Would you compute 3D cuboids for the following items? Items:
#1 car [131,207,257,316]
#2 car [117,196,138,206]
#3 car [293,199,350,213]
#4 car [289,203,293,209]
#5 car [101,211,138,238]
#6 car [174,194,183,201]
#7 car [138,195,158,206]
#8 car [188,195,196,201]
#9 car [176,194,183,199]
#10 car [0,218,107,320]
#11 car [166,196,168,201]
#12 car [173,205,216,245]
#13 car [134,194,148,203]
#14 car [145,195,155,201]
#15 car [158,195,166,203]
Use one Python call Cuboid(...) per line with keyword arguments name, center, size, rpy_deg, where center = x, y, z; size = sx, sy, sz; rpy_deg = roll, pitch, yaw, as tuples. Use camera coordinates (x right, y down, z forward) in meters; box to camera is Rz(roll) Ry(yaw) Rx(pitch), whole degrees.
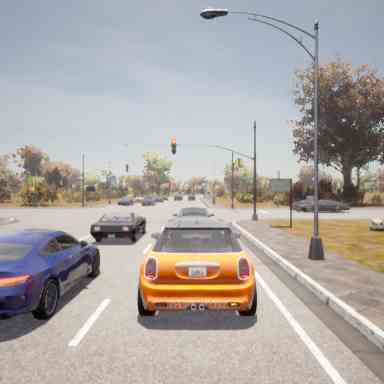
Cuboid(name="car", center=(0.093, 1.352, 7.678), size=(2.097, 1.767, 4.553), rpy_deg=(0, 0, 0))
Cuboid(name="car", center=(-10.634, 1.544, 53.451), size=(2.033, 1.411, 5.357), rpy_deg=(0, 0, 0))
Cuboid(name="car", center=(14.203, 1.545, 36.158), size=(5.357, 1.411, 2.033), rpy_deg=(0, 0, 3))
Cuboid(name="car", center=(13.773, 1.561, 39.692), size=(4.181, 1.385, 1.994), rpy_deg=(0, 0, 3))
Cuboid(name="car", center=(-3.414, 1.600, 16.369), size=(1.895, 1.301, 4.718), rpy_deg=(0, 0, 0))
Cuboid(name="car", center=(-3.570, 1.488, 84.647), size=(1.837, 1.490, 4.892), rpy_deg=(0, 0, 0))
Cuboid(name="car", center=(-7.126, 1.499, 54.373), size=(1.837, 1.490, 4.892), rpy_deg=(0, 1, 1))
Cuboid(name="car", center=(-0.070, 1.488, 84.649), size=(1.837, 1.490, 4.892), rpy_deg=(0, 0, 0))
Cuboid(name="car", center=(-3.539, 1.370, 95.056), size=(1.812, 1.442, 4.674), rpy_deg=(0, 0, 1))
Cuboid(name="car", center=(-3.406, 1.525, 7.211), size=(1.812, 1.442, 4.674), rpy_deg=(0, 0, 0))
Cuboid(name="car", center=(-7.071, 1.590, 83.443), size=(1.895, 1.301, 4.718), rpy_deg=(0, 0, 0))
Cuboid(name="car", center=(0.085, 1.504, 16.636), size=(1.837, 1.490, 4.892), rpy_deg=(0, 0, 0))
Cuboid(name="car", center=(-10.560, 1.351, 68.854), size=(2.097, 1.767, 4.553), rpy_deg=(0, 0, 0))
Cuboid(name="car", center=(-10.571, 1.473, 83.516), size=(1.882, 1.535, 5.008), rpy_deg=(0, 0, 0))
Cuboid(name="car", center=(-7.061, 1.475, 69.131), size=(1.882, 1.535, 5.008), rpy_deg=(0, 0, 0))
